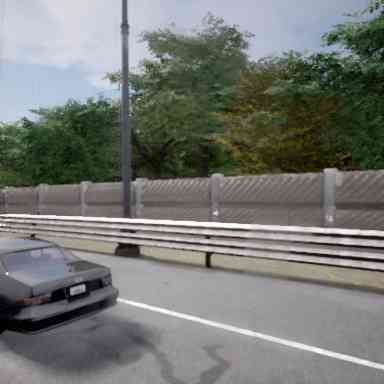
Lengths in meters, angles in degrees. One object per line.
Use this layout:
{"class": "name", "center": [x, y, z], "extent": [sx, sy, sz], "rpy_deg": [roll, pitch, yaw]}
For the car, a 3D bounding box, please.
{"class": "car", "center": [-3.861, 1.641, 6.751], "extent": [5.357, 1.411, 2.033], "rpy_deg": [-1, -1, 35]}
